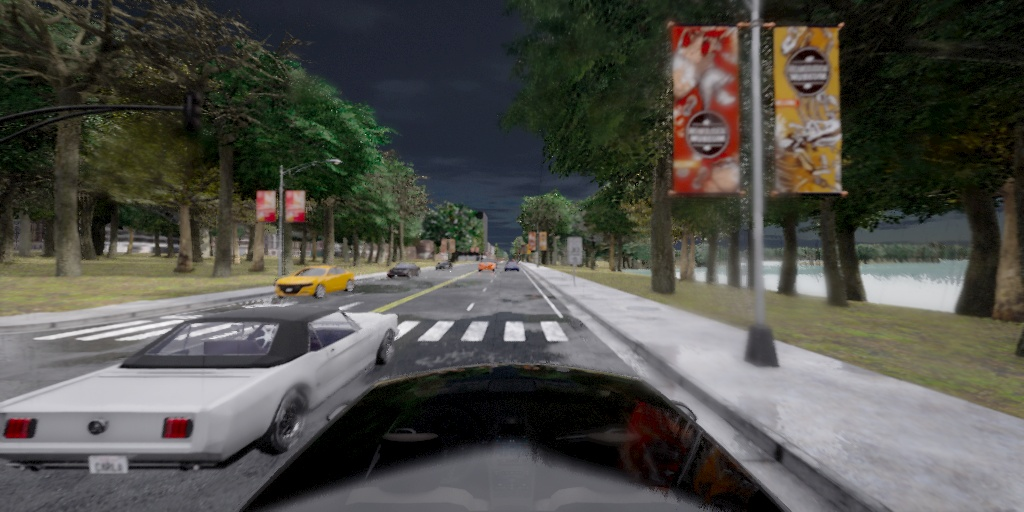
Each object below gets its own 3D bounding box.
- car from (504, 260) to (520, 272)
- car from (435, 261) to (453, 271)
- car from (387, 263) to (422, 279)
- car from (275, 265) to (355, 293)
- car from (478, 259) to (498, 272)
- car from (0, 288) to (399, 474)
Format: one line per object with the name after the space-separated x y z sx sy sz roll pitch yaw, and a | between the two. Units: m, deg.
-0.006 1.373 47.348 1.994 1.385 4.181 0 0 0 | car
-9.757 1.410 51.934 1.994 1.385 4.181 0 0 0 | car
-9.841 1.324 33.191 2.033 1.411 5.357 0 0 0 | car
-9.848 1.234 18.344 1.882 1.535 5.008 0 0 0 | car
-3.256 1.161 47.318 2.097 1.767 4.553 0 0 0 | car
-3.152 1.351 5.028 1.895 1.301 4.718 0 0 0 | car
